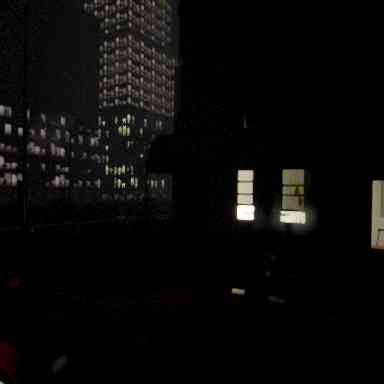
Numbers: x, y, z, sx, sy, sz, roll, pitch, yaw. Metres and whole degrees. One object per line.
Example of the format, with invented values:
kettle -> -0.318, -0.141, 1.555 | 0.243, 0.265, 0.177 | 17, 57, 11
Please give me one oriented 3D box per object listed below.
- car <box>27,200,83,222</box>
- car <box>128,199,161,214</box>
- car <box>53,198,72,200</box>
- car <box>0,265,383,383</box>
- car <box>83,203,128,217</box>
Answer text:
car -> -11.721, 1.657, 27.428 | 2.008, 1.369, 4.403 | 1, 0, 34
car -> -5.543, 1.741, 36.483 | 1.802, 1.307, 4.206 | 1, 0, 34
car -> -15.167, 1.430, 37.700 | 1.967, 1.590, 4.097 | 1, 0, 34
car -> -0.024, 1.543, 2.839 | 4.507, 1.381, 1.887 | 0, 1, 34
car -> -8.631, 1.698, 31.956 | 1.947, 1.339, 4.313 | 1, 0, 34
